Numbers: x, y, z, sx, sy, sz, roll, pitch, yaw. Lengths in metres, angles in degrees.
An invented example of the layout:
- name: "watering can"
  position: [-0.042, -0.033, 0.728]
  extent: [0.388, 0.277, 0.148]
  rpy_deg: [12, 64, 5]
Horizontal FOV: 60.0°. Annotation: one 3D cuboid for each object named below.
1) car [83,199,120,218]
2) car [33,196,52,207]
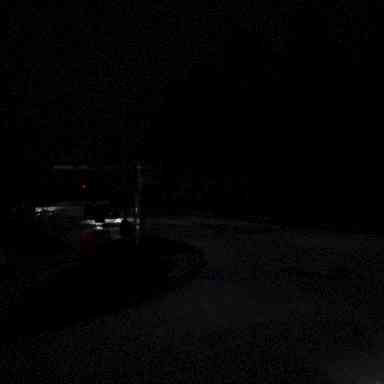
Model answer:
- name: "car"
  position: [-7.450, 1.343, 27.078]
  extent: [1.812, 1.442, 4.674]
  rpy_deg: [-1, 1, -35]
- name: "car"
  position: [-20.809, 1.316, 46.116]
  extent: [1.837, 1.490, 4.892]
  rpy_deg: [-1, 0, -35]
